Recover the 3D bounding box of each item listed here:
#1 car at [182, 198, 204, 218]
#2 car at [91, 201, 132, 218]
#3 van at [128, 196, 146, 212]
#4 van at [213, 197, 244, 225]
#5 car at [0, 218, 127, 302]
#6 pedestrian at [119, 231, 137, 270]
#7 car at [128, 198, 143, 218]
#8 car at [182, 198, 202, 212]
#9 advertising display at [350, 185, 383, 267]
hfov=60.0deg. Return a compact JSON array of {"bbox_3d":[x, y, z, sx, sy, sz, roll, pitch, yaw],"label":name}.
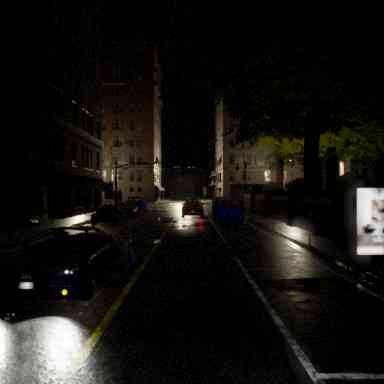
[{"bbox_3d":[0.080,1.462,30.177,1.882,1.535,5.008,0,0,1],"label":"car"},{"bbox_3d":[-5.853,1.556,23.932,1.947,1.339,4.313,0,0,0],"label":"car"},{"bbox_3d":[-5.852,1.319,35.251,1.690,1.788,3.998,0,0,0],"label":"van"},{"bbox_3d":[2.672,1.331,23.943,1.690,1.788,3.998,0,0,0],"label":"van"},{"bbox_3d":[-3.102,1.563,8.214,1.994,1.385,4.181,0,0,0],"label":"car"},{"bbox_3d":[-1.920,1.292,9.989,0.375,1.860,0.375,0,0,-10],"label":"pedestrian"},{"bbox_3d":[-5.853,1.529,29.591,1.887,1.381,4.507,0,0,0],"label":"car"},{"bbox_3d":[0.001,1.463,39.596,2.128,1.511,4.902,0,0,0],"label":"car"},{"bbox_3d":[5.632,1.024,10.087,1.540,2.440,0.280,0,0,0],"label":"advertising display"}]
